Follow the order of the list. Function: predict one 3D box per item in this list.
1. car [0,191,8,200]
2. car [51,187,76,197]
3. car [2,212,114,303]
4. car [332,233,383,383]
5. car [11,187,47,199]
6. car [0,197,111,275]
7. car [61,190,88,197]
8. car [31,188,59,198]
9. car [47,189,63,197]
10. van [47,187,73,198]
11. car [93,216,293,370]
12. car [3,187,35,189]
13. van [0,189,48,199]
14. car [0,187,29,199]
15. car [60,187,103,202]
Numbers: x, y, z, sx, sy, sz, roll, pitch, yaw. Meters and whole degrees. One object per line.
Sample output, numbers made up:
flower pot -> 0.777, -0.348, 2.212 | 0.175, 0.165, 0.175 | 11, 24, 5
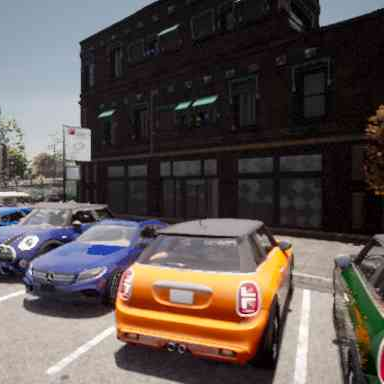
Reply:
car -> -32.967, 0.534, 54.690 | 4.792, 1.488, 2.163 | 0, 1, 19
car -> -17.960, 0.396, 46.319 | 5.566, 2.045, 2.435 | 1, 2, 19
car -> -1.666, 1.374, 7.898 | 2.002, 1.452, 4.674 | 1, 1, 20
car -> 2.898, 1.280, 3.985 | 2.185, 1.767, 4.553 | 0, 0, 20
car -> -29.135, 0.167, 59.410 | 5.566, 2.045, 2.435 | 0, 0, 19
car -> -3.940, 1.173, 9.864 | 2.185, 1.767, 4.553 | 1, 1, 20
car -> -23.498, 0.291, 66.491 | 4.892, 1.521, 2.231 | 0, 0, 19
car -> -27.302, 0.250, 61.785 | 4.553, 1.767, 2.185 | 0, 0, 19
car -> -19.811, 0.719, 44.007 | 4.792, 1.488, 2.163 | 1, 2, 18
van -> -25.496, 0.108, 64.158 | 4.442, 1.987, 1.878 | 0, 1, 19
car -> 0.609, 1.244, 5.926 | 2.185, 1.767, 4.553 | 0, 0, 20
car -> -21.603, 0.480, 41.699 | 5.566, 2.045, 2.435 | 1, 1, 19
van -> -8.510, 1.003, 13.825 | 1.878, 1.987, 4.442 | 0, 0, 20
car -> -31.081, 0.211, 57.048 | 5.566, 2.045, 2.435 | 0, 1, 19
car -> -16.109, 0.354, 48.628 | 5.566, 2.045, 2.435 | 1, 2, 19
